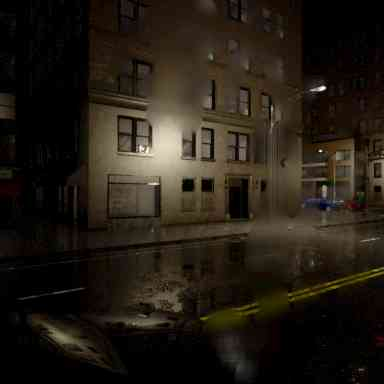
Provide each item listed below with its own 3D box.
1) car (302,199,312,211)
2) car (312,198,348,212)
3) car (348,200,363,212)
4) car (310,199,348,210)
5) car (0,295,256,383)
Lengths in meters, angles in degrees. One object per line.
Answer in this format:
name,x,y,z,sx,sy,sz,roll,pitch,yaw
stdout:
car,11.507,1.421,39.213,1.967,1.590,4.097,0,0,-36
car,14.972,1.469,38.724,1.882,1.535,5.008,0,0,-36
car,17.979,1.567,39.567,1.994,1.385,4.181,0,0,-36
car,18.037,1.577,43.876,1.947,1.339,4.313,0,0,-36
car,-1.581,1.526,2.308,4.674,1.442,1.812,0,0,-36
